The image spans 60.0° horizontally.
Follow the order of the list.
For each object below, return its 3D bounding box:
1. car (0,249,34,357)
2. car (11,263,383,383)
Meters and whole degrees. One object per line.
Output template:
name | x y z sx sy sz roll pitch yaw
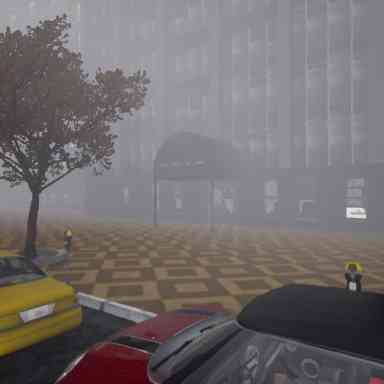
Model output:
car | -3.866 1.524 5.636 4.829 1.417 1.752 0 0 36
car | 0.781 1.438 2.321 4.097 1.590 1.967 0 0 36
